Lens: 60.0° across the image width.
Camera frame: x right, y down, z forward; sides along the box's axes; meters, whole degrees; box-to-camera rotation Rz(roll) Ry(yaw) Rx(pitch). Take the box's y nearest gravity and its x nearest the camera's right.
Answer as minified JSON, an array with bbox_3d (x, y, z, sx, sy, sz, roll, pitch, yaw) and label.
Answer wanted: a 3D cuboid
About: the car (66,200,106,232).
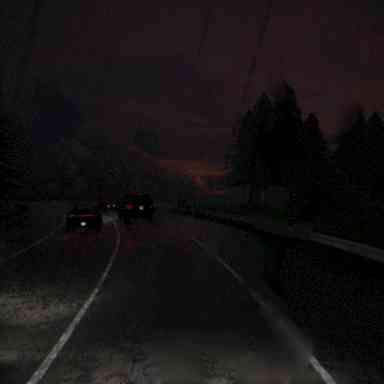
[{"bbox_3d":[-6.398,1.476,19.987,2.128,1.511,4.902,0,0,-15],"label":"car"}]

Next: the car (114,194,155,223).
[{"bbox_3d":[-4.321,1.192,25.217,2.150,2.045,5.566,0,0,-19],"label":"car"}]

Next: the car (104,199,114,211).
[{"bbox_3d":[-9.346,1.511,37.495,2.033,1.411,5.357,0,0,-26],"label":"car"}]
